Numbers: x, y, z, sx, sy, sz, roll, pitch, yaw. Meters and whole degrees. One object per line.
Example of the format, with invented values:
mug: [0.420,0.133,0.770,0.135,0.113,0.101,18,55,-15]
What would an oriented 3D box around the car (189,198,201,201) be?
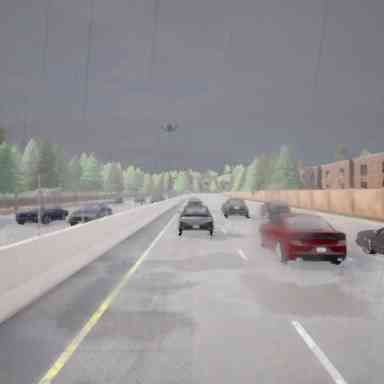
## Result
car: [0.350,1.505,39.675,1.837,1.490,4.892,0,0,0]

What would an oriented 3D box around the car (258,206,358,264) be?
car: [3.674,1.485,11.888,1.882,1.535,5.008,0,0,0]

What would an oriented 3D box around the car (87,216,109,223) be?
car: [-6.957,1.533,23.498,2.033,1.411,5.357,0,0,0]

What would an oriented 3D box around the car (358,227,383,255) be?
car: [7.152,1.561,10.280,2.033,1.411,5.357,0,0,0]

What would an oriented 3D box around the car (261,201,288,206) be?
car: [7.282,1.519,29.277,1.837,1.490,4.892,0,0,0]

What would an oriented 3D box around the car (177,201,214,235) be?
car: [0.215,1.492,18.748,2.128,1.511,4.902,0,0,0]

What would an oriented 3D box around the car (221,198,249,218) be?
car: [3.788,1.359,29.993,2.097,1.767,4.553,0,0,0]
